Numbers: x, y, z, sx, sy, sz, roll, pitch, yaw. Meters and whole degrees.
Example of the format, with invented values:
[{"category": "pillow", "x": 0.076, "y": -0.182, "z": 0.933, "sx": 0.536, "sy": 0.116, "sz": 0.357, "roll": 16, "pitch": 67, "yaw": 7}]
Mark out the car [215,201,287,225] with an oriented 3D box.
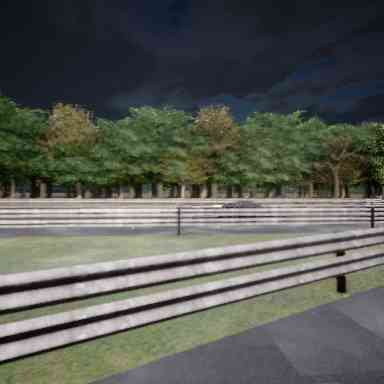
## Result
[{"category": "car", "x": 4.062, "y": 1.418, "z": 22.902, "sx": 4.892, "sy": 1.490, "sz": 1.837, "roll": 0, "pitch": 0, "yaw": -8}]
